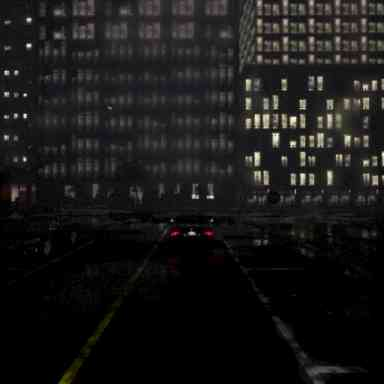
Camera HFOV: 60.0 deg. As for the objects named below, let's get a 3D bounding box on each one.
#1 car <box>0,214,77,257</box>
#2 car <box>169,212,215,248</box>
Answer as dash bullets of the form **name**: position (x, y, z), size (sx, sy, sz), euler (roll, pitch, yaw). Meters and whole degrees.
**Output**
- **car**: position (-5.811, 1.553, 12.832), size (2.008, 1.369, 4.403), euler (1, 0, 0)
- **car**: position (0.001, 1.566, 14.649), size (2.033, 1.411, 5.357), euler (0, 0, 0)
